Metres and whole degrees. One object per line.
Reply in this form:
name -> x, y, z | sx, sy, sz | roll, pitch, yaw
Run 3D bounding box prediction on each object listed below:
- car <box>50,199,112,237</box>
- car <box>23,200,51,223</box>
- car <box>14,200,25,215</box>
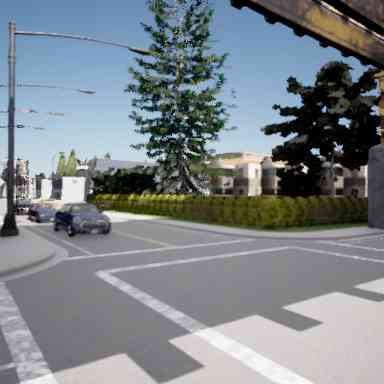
car -> -6.196, 1.416, 18.675 | 2.097, 1.767, 4.553 | 1, 0, -35
car -> -11.682, 1.612, 26.444 | 2.033, 1.411, 5.357 | 1, 0, -35
car -> -17.551, 1.557, 34.788 | 2.128, 1.511, 4.902 | 1, 0, -35
